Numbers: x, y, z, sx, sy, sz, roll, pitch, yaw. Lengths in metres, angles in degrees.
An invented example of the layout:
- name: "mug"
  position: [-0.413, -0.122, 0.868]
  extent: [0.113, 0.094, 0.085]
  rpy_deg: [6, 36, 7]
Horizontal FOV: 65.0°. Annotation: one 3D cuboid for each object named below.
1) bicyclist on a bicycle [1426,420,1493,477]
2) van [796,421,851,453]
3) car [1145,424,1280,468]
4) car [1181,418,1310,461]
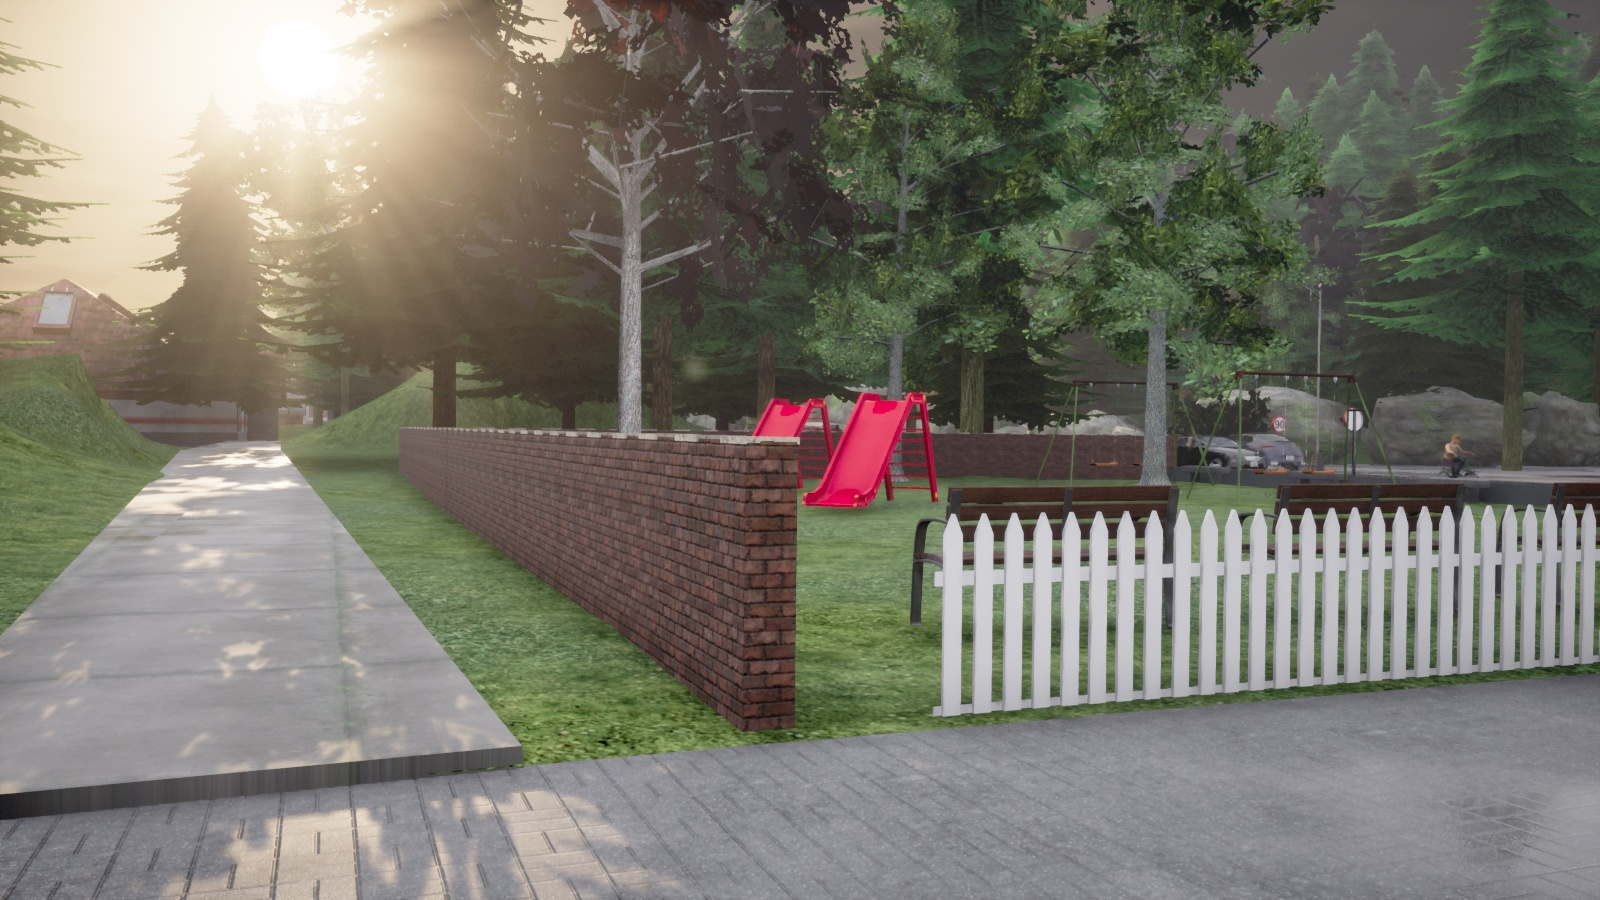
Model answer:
- name: "bicyclist on a bicycle"
  position: [19.043, -0.061, 36.270]
  extent: [0.866, 1.612, 1.509]
  rpy_deg: [-1, 1, -21]
- name: "van"
  position: [1.519, -0.832, 82.325]
  extent: [2.069, 2.038, 4.480]
  rpy_deg: [-1, 1, -21]
- name: "car"
  position: [15.155, -0.165, 46.456]
  extent: [2.128, 1.511, 4.902]
  rpy_deg: [-1, 1, -21]
- name: "car"
  position: [17.857, -0.439, 50.588]
  extent: [2.152, 1.651, 5.027]
  rpy_deg: [-1, 1, -21]
